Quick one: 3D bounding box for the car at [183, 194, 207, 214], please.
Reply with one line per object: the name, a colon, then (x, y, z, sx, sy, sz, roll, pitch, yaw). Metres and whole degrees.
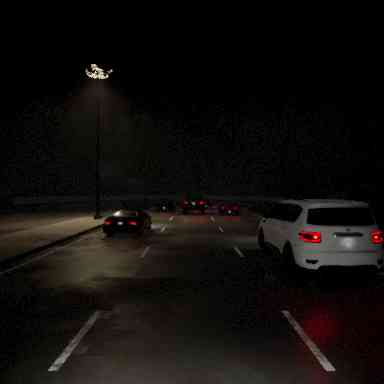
car: (0.275, 1.221, 34.772, 2.150, 2.045, 5.566, 0, 0, 2)

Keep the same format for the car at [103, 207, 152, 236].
car: (-3.401, 1.547, 18.267, 2.033, 1.411, 5.357, 0, 0, 0)

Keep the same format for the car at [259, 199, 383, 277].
car: (3.600, 1.222, 10.342, 2.150, 2.045, 5.566, 0, 0, 0)

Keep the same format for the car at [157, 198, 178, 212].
car: (-2.885, 1.504, 39.477, 1.837, 1.490, 4.892, 0, 0, 6)

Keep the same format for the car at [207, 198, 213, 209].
car: (1.615, 1.492, 44.550, 2.128, 1.511, 4.902, 0, 0, 12)

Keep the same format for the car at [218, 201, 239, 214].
car: (3.736, 1.601, 34.575, 1.895, 1.301, 4.718, 0, 0, 2)
